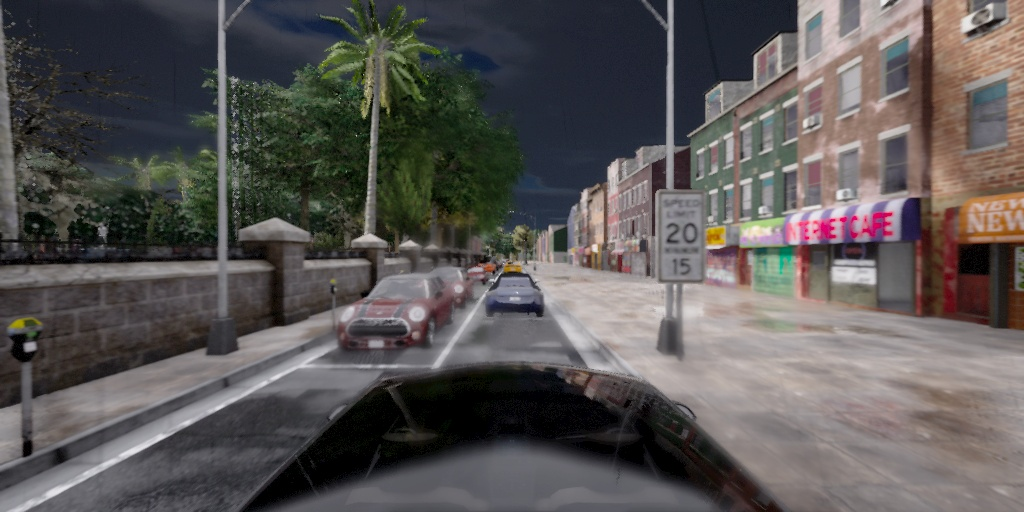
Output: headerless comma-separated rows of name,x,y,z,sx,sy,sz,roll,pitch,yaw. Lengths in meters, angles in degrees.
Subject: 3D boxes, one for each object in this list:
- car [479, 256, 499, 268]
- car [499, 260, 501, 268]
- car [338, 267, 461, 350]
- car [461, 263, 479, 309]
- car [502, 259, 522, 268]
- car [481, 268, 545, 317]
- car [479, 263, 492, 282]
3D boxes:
car,-2.990,1.177,42.568,2.097,1.767,4.553,0,0,0
car,-2.984,1.077,49.629,2.150,2.045,5.566,0,0,0
car,-2.638,1.194,8.992,1.967,1.591,4.097,0,0,0
car,-2.638,1.199,14.680,1.967,1.591,4.097,0,0,0
car,0.097,1.295,40.441,1.882,1.535,5.008,0,0,0
car,0.100,1.322,13.301,1.994,1.385,4.181,0,0,0
car,-2.639,1.361,26.057,1.802,1.307,4.207,0,0,0
